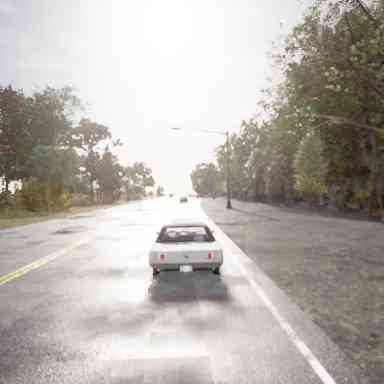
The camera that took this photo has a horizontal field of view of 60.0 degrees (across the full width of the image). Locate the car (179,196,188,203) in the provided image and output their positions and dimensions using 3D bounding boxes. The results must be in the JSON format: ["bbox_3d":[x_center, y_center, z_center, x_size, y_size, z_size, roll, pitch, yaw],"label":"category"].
[{"bbox_3d":[-1.794,1.688,72.862,2.033,1.411,5.357,-1,0,-1],"label":"car"}]

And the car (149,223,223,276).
[{"bbox_3d":[-0.202,1.619,10.464,1.895,1.301,4.718,-1,0,-1],"label":"car"}]
